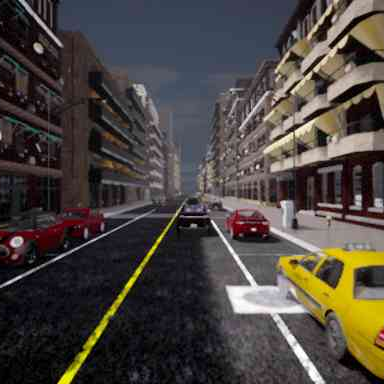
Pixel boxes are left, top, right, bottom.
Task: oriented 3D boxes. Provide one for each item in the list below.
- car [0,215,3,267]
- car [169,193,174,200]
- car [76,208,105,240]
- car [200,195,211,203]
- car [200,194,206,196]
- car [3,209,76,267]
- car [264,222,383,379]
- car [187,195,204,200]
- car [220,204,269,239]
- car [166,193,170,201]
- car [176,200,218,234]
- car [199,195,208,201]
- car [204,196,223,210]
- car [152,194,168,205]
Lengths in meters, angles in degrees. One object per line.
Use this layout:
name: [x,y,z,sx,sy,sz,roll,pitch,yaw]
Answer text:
car: [-5.688,1.301,5.482,2.192,1.841,5.009,0,0,0]
car: [-5.697,1.361,73.117,1.887,1.381,4.507,0,0,0]
car: [-5.690,1.504,16.755,1.887,1.381,4.507,0,0,0]
car: [2.684,1.397,67.477,1.947,1.339,4.313,0,0,0]
car: [2.685,1.370,62.011,1.752,1.417,4.829,0,0,0]
car: [-5.690,1.413,11.118,1.967,1.590,4.097,0,0,0]
car: [2.691,1.512,5.649,1.752,1.417,4.829,0,0,0]
car: [0.096,1.435,37.047,1.812,1.442,4.674,0,0,0]
car: [2.690,1.504,16.752,1.887,1.381,4.507,0,0,0]
car: [-5.696,1.396,61.844,2.008,1.369,4.403,0,0,0]
car: [0.099,1.446,18.955,2.128,1.511,4.902,0,0,0]
car: [2.683,1.384,78.750,1.802,1.307,4.206,0,0,0]
car: [2.688,1.454,39.296,2.008,1.369,4.403,0,0,0]
car: [-5.695,1.410,56.207,2.008,1.369,4.403,0,0,0]
